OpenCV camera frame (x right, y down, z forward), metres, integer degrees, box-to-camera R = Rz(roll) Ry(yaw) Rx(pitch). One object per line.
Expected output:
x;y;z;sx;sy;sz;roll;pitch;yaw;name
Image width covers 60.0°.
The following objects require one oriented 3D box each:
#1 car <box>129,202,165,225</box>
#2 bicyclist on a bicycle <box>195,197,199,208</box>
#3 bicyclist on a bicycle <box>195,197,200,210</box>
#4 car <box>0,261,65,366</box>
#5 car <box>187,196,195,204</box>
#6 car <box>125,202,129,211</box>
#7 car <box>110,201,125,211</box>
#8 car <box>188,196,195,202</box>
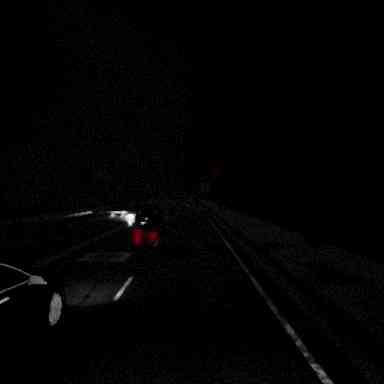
-3.190;1.684;25.757;2.128;1.511;4.902;0;0;0;car
0.806;1.813;58.160;0.659;1.776;1.843;0;0;0;bicyclist on a bicycle
0.822;1.742;48.822;0.659;1.776;1.843;0;0;0;bicyclist on a bicycle
-3.158;1.534;4.008;1.837;1.490;4.892;0;0;0;car
-0.114;2.100;76.339;1.812;1.442;4.674;0;0;0;car
-6.654;1.916;41.522;1.895;1.301;4.718;0;0;0;car
-9.900;1.913;45.888;1.994;1.385;4.181;0;0;0;car
-0.137;1.970;92.296;2.097;1.767;4.553;0;0;0;car
